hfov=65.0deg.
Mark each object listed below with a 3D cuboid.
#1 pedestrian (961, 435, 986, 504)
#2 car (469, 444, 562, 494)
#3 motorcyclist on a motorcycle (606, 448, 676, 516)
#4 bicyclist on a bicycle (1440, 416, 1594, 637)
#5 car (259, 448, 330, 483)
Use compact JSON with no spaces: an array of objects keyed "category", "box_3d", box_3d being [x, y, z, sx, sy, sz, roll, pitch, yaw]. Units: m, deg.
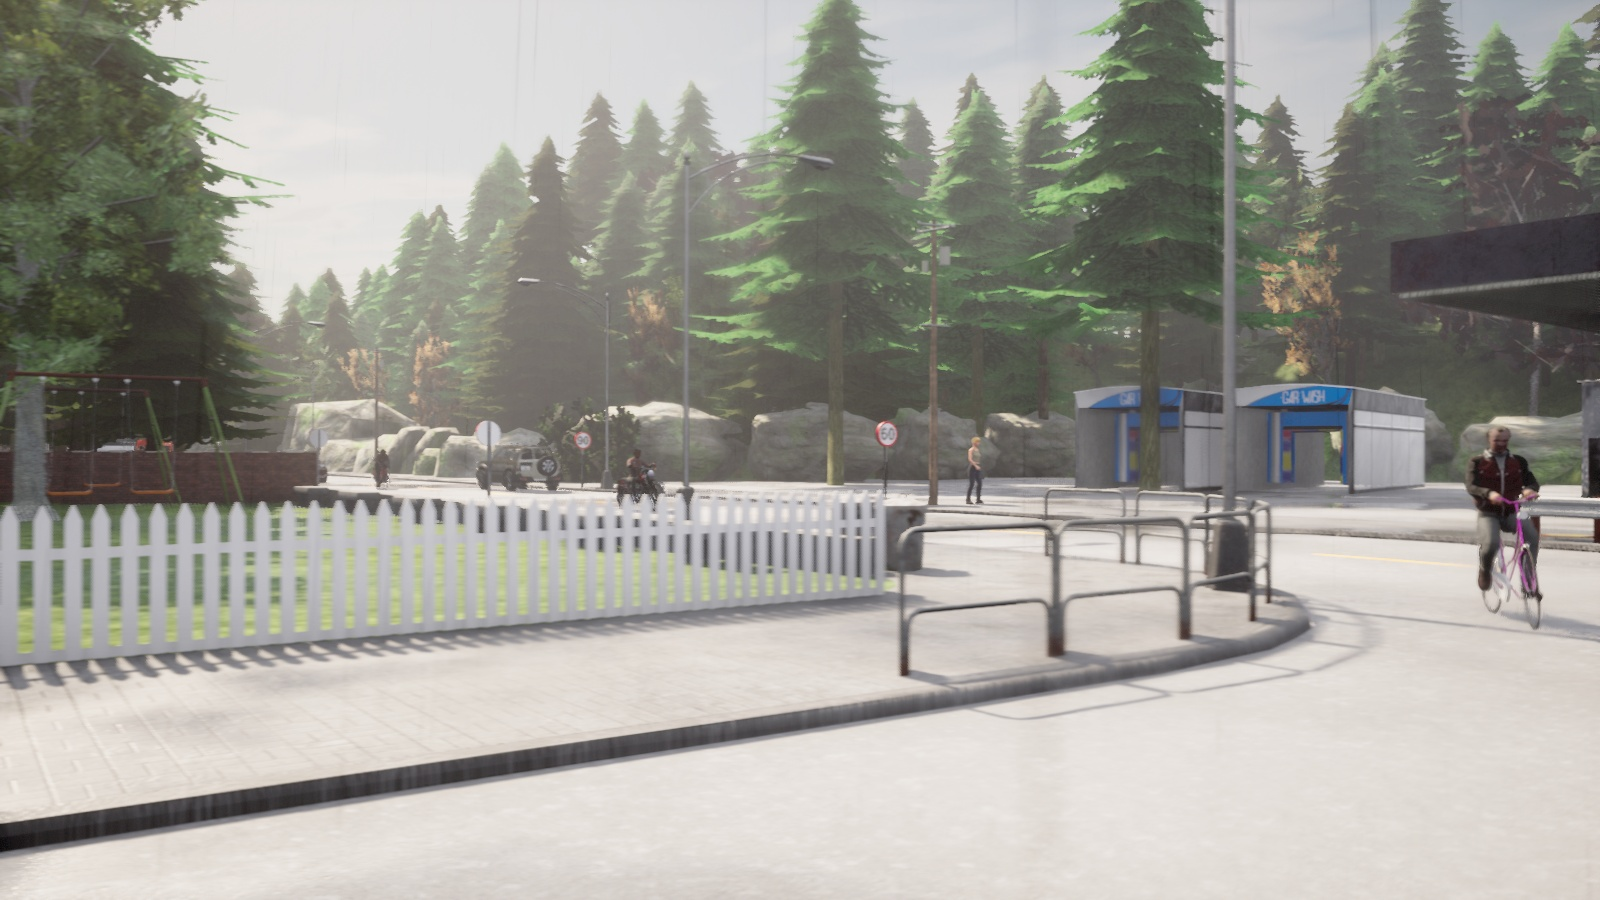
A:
[{"category":"pedestrian","box_3d":[4.678,0.528,33.843,0.345,1.836,0.594,0,0,-44]},{"category":"car","box_3d":[-11.172,0.706,49.054,1.932,1.855,4.605,0,0,-35]},{"category":"motorcyclist on a motorcycle","box_3d":[-4.065,0.782,31.901,0.766,1.649,2.350,0,0,-35]},{"category":"bicyclist on a bicycle","box_3d":[6.264,0.630,11.074,0.659,1.776,1.843,-2,-1,14]},{"category":"car","box_3d":[-24.897,0.726,61.730,2.152,1.651,5.027,0,0,-35]}]
